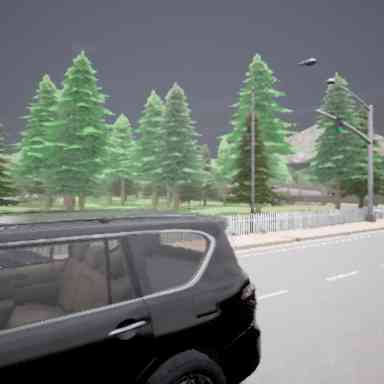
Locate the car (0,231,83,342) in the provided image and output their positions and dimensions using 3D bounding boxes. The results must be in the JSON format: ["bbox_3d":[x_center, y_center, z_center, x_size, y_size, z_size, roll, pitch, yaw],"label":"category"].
[{"bbox_3d":[-4.157,1.565,5.329,4.181,1.385,1.994,0,0,-35],"label":"car"}]

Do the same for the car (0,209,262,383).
[{"bbox_3d":[-1.892,1.222,2.644,5.566,2.045,2.150,0,0,-35],"label":"car"}]
